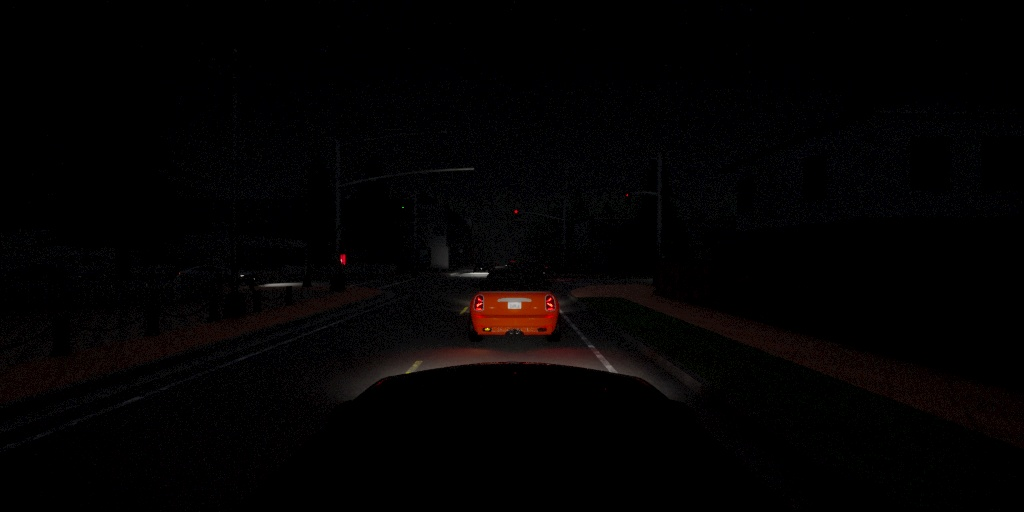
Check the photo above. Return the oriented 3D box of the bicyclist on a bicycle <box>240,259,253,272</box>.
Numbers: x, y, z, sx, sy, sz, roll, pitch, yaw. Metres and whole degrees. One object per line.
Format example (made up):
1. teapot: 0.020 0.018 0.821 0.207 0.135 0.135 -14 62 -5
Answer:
1. bicyclist on a bicycle: -23.575 1.066 31.823 0.582 1.620 1.656 0 0 -2

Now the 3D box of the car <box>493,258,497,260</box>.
1. car: -3.620 1.313 54.293 1.994 1.385 4.181 0 0 0

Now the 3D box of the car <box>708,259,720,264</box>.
1. car: 17.744 1.082 30.862 4.553 1.767 2.097 0 0 -12

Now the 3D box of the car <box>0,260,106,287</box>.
1. car: -30.468 1.243 24.141 5.008 1.535 1.882 0 0 -1

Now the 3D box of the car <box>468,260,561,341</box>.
1. car: 0.067 1.102 9.977 2.097 1.767 4.553 0 0 0

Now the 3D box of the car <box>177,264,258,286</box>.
1. car: -20.010 1.291 24.465 4.674 1.442 1.812 0 0 -2

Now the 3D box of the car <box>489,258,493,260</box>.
1. car: -3.619 1.314 44.326 1.994 1.385 4.181 0 0 0
